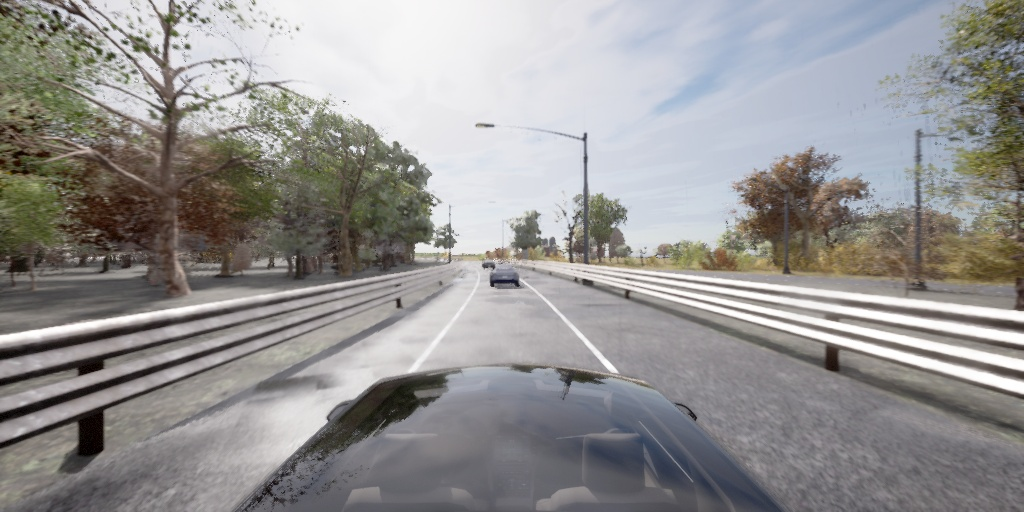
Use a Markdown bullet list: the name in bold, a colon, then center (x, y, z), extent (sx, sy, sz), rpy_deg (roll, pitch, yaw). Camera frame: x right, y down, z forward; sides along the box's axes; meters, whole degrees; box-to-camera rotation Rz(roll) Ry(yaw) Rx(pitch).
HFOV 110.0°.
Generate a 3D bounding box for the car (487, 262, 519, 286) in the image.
- **car**: center (-0.599, 1.322, 25.402), extent (1.994, 1.385, 4.181), rpy_deg (0, 0, -4)

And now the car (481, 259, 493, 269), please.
- **car**: center (-3.731, 1.260, 55.541), extent (1.812, 1.442, 4.674), rpy_deg (0, 0, -9)
